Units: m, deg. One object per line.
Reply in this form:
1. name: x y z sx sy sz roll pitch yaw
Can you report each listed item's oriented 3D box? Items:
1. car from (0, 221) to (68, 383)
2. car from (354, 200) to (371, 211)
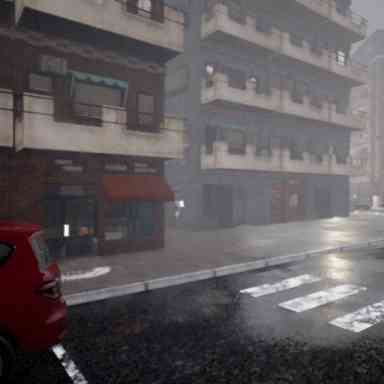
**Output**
1. car: -3.873 1.323 3.329 5.009 1.841 2.192 0 1 -35
2. car: 19.234 1.561 39.259 1.895 1.301 4.718 0 0 5
